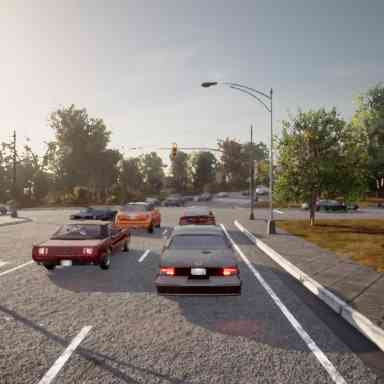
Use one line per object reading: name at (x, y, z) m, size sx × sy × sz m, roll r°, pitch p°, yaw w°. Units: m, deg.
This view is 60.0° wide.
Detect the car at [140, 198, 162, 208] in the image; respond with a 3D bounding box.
car at (-6.386, 1.669, 52.769) m, size 1.812 × 1.442 × 4.674 m, roll 0°, pitch 0°, yaw 15°

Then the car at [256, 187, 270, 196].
car at (17.866, 0.264, 83.786) m, size 1.895 × 1.301 × 4.718 m, roll 0°, pitch 3°, yaw 33°

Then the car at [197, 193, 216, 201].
car at (2.722, 1.311, 69.505) m, size 2.033 × 1.411 × 5.357 m, roll 0°, pitch 2°, yaw 21°

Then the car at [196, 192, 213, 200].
car at (3.077, 0.905, 78.794) m, size 2.033 × 1.411 × 5.357 m, roll 0°, pitch 3°, yaw 26°

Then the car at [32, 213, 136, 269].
car at (-3.336, 1.618, 11.130) m, size 1.895 × 1.301 × 4.718 m, roll 0°, pitch 0°, yaw 1°

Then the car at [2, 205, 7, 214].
car at (-21.556, 1.708, 32.839) m, size 4.902 × 1.511 × 2.128 m, roll -1°, pitch 0°, yaw 4°

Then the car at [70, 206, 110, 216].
car at (-6.698, 1.655, 22.938) m, size 1.895 × 1.301 × 4.718 m, roll 0°, pitch 0°, yaw 3°

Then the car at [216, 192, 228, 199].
car at (7.152, 0.766, 79.095) m, size 1.812 × 1.442 × 4.674 m, roll 0°, pitch 3°, yaw 26°

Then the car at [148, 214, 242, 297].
car at (0.144, 1.558, 8.792) m, size 2.033 × 1.411 × 5.357 m, roll 0°, pitch 0°, yaw 0°

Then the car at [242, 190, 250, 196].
car at (14.325, 0.261, 84.711) m, size 2.128 × 1.511 × 4.902 m, roll 0°, pitch 3°, yaw 33°

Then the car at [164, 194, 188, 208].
car at (-2.690, 1.360, 52.435) m, size 2.150 × 2.045 × 5.566 m, roll 0°, pitch 0°, yaw 13°

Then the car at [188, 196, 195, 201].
car at (-1.114, 1.426, 69.352) m, size 1.895 × 1.301 × 4.718 m, roll 0°, pitch 2°, yaw 21°

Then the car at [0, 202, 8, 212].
car at (-27.184, 2.035, 43.841) m, size 4.718 × 1.301 × 1.895 m, roll -2°, pitch 0°, yaw 4°

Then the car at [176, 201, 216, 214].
car at (0.330, 1.518, 18.539) m, size 1.882 × 1.535 × 5.008 m, roll 0°, pitch 0°, yaw 2°

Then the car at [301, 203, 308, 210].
car at (16.053, 1.662, 41.249) m, size 4.718 × 1.301 × 1.895 m, roll -1°, pitch 0°, yaw 4°

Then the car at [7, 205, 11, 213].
car at (-22.425, 1.745, 36.385) m, size 4.902 × 1.511 × 2.128 m, roll -1°, pitch 0°, yaw 2°

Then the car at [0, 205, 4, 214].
car at (-3.408, 1.222, 1.359) m, size 2.150 × 2.045 × 5.566 m, roll 0°, pitch 0°, yaw -1°

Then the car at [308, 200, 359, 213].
car at (16.123, 1.646, 37.739) m, size 4.718 × 1.301 × 1.895 m, roll -1°, pitch 0°, yaw 4°

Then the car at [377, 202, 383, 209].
car at (25.750, 1.401, 40.656) m, size 5.357 × 1.411 × 2.033 m, roll -2°, pitch 0°, yaw 3°

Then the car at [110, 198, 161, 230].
car at (-3.138, 1.397, 20.108) m, size 2.097 × 1.767 × 4.553 m, roll 0°, pitch 0°, yaw 2°

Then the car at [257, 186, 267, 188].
car at (20.017, -0.763, 93.188) m, size 2.150 × 2.045 × 5.566 m, roll 0°, pitch 3°, yaw 38°
